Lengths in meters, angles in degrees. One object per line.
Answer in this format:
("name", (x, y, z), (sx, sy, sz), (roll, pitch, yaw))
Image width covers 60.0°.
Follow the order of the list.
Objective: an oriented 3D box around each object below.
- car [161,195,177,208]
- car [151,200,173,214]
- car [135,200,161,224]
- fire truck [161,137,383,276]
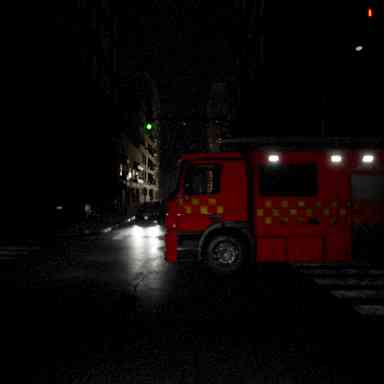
("car", (-3.299, 1.369, 48.277), (2.097, 1.767, 4.553), (0, 0, 0))
("car", (-3.182, 1.576, 35.985), (1.994, 1.385, 4.181), (0, 0, 0))
("car", (-3.031, 1.500, 25.235), (2.128, 1.511, 4.902), (0, 0, 3))
("fire truck", (3.469, 0.353, 10.276), (8.468, 3.827, 2.891), (0, 0, 0))
